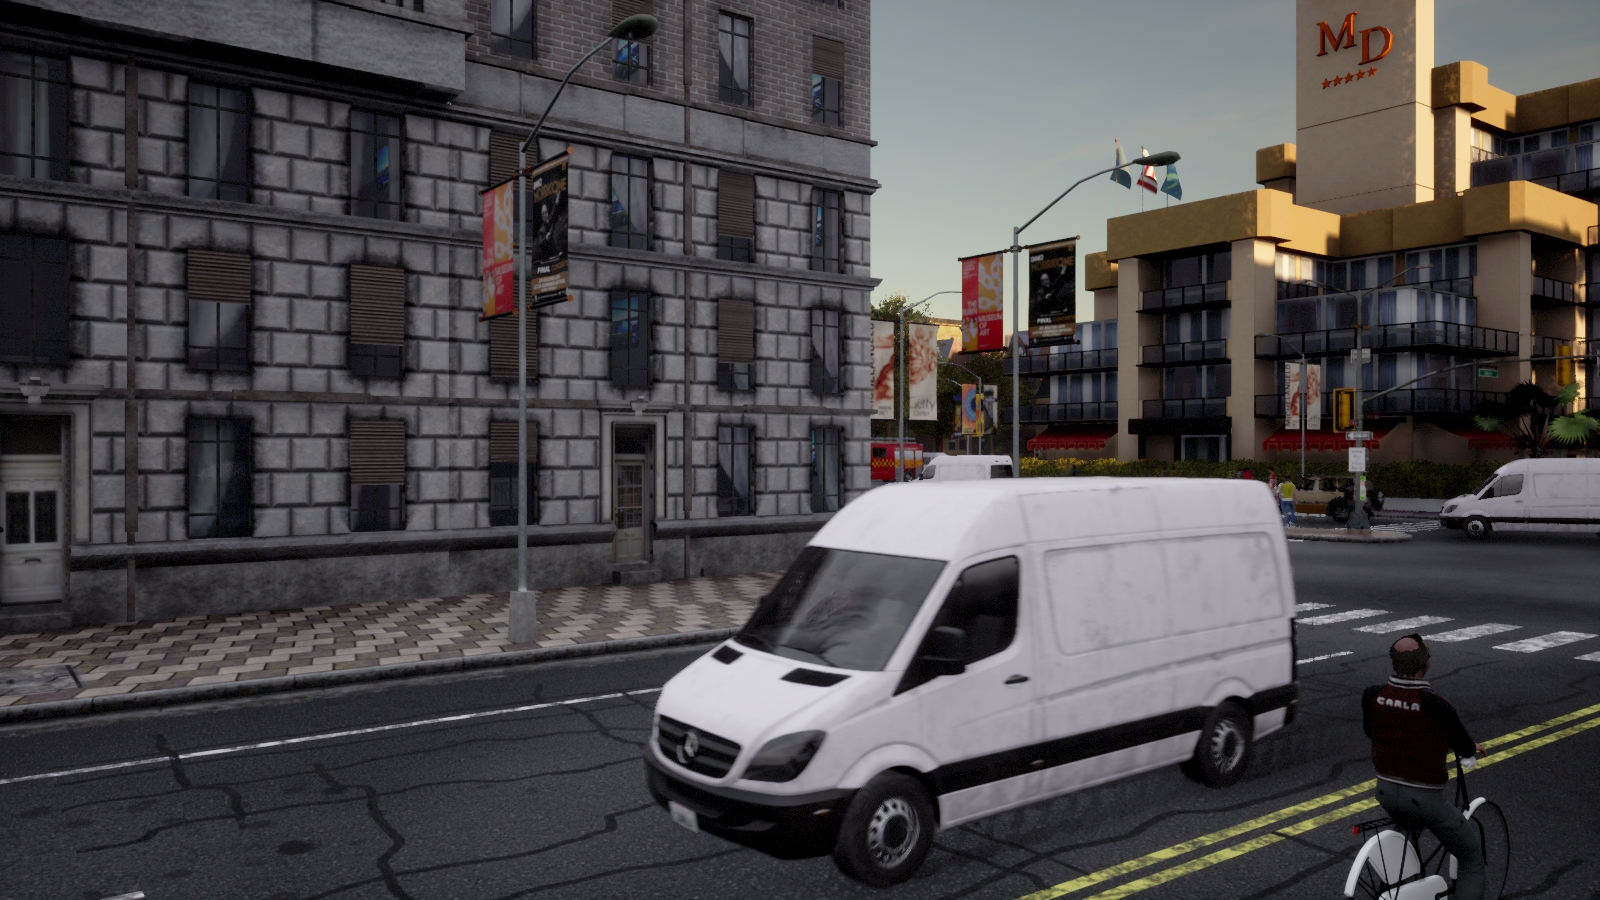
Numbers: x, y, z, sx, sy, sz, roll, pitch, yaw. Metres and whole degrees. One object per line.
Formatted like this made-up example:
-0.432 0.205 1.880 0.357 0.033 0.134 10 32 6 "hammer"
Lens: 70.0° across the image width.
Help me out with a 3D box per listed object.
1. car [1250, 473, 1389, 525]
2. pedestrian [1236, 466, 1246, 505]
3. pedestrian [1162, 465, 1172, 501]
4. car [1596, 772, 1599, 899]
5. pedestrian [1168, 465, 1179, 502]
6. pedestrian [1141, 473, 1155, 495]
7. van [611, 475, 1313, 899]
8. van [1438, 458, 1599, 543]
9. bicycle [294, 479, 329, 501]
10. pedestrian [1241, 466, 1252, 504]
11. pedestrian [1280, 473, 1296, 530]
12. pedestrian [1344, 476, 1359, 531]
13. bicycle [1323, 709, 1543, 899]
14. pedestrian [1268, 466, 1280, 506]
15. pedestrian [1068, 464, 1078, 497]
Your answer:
20.404 1.864 45.004 1.932 1.855 4.605 0 0 -41 "car"
21.218 1.696 54.952 0.375 1.860 0.375 0 0 31 "pedestrian"
18.893 1.696 58.808 0.375 1.860 0.375 0 0 -23 "pedestrian"
4.999 1.754 3.274 6.274 2.098 2.390 0 0 -34 "car"
19.022 1.696 58.196 0.375 1.860 0.375 0 0 -27 "pedestrian"
17.531 1.700 57.559 0.500 1.100 0.500 0 0 -20 "pedestrian"
1.599 1.534 9.239 5.915 2.561 1.988 0 0 -36 "van"
23.576 1.534 36.095 5.915 2.561 1.988 0 0 28 "van"
-27.373 2.247 64.012 1.835 1.171 0.329 0 -3 9 "bicycle"
21.656 1.696 55.395 0.375 1.860 0.375 0 0 -35 "pedestrian"
16.118 1.705 37.735 0.375 1.860 0.375 0 0 40 "pedestrian"
19.040 1.848 39.421 0.375 1.860 0.375 0 0 42 "pedestrian"
3.626 2.210 6.476 1.835 1.171 0.329 0 0 -35 "bicycle"
22.488 1.696 54.179 0.375 1.860 0.375 0 0 -39 "pedestrian"
15.172 1.698 63.529 0.375 1.860 0.375 0 0 -37 "pedestrian"
